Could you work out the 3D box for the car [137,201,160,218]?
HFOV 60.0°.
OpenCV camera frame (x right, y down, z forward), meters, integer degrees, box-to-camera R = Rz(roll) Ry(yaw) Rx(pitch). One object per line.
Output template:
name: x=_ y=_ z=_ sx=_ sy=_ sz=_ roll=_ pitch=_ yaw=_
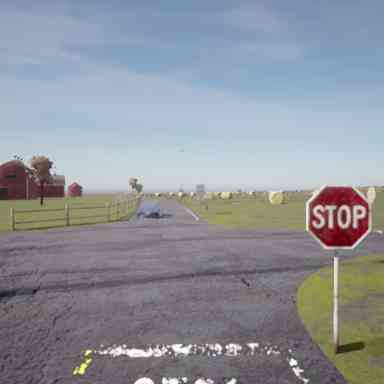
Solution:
car: x=-3.841 y=1.536 z=30.061 sx=1.812 sy=1.442 sz=4.674 roll=0 pitch=0 yaw=-3
